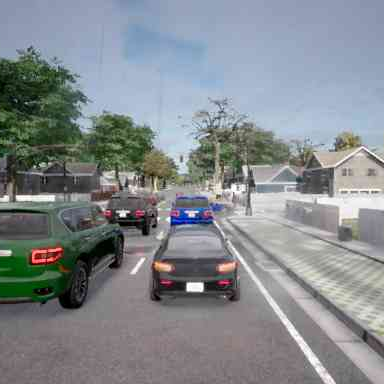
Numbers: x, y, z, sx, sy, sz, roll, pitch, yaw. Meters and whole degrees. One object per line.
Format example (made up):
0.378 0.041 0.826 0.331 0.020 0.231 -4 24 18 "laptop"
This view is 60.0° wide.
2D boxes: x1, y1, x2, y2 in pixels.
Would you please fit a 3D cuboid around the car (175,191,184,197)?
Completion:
-3.228 0.438 86.411 1.994 1.385 4.181 0 1 0 "car"

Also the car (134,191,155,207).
-6.585 0.892 46.814 2.150 2.045 5.566 0 1 0 "car"

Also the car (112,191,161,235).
-3.222 1.159 18.348 2.150 2.045 5.566 0 0 1 "car"

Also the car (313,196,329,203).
13.286 1.200 34.372 4.902 1.511 2.128 0 1 -2 "car"

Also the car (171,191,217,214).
0.026 1.160 18.223 2.150 2.045 5.566 0 0 1 "car"

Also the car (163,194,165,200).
-6.510 0.862 66.342 2.128 1.511 4.902 0 1 1 "car"

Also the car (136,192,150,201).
-9.750 0.858 66.521 2.128 1.511 4.902 0 1 1 "car"

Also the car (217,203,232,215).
1.382 1.352 31.125 4.674 1.442 1.812 0 0 -1 "car"

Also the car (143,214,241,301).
0.067 1.514 8.190 1.812 1.442 4.674 0 0 0 "car"

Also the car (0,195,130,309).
-3.186 1.210 7.997 2.150 2.045 5.566 0 0 1 "car"

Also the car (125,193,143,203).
-9.820 1.047 56.546 2.128 1.511 4.902 0 1 0 "car"

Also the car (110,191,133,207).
-9.836 0.891 46.867 2.150 2.045 5.566 0 1 0 "car"

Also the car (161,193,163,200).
-6.567 1.124 56.222 1.994 1.385 4.181 0 1 1 "car"
